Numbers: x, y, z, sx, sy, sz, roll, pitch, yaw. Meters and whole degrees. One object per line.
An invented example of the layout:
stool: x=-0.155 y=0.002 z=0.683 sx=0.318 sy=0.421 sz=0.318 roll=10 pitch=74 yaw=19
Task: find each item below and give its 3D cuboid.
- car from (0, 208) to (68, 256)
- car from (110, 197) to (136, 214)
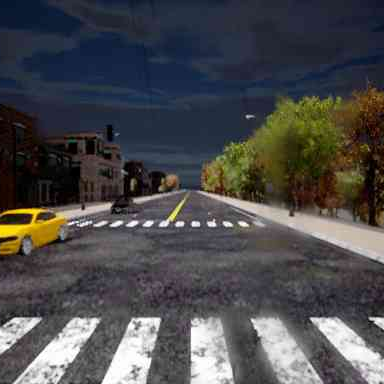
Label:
car: x=-6.482 y=1.412 z=12.836 sx=1.882 sy=1.535 sz=5.008 roll=0 pitch=0 yaw=0
car: x=-6.501 y=1.318 z=31.729 sx=1.837 sy=1.490 sz=4.892 roll=0 pitch=2 yaw=0
